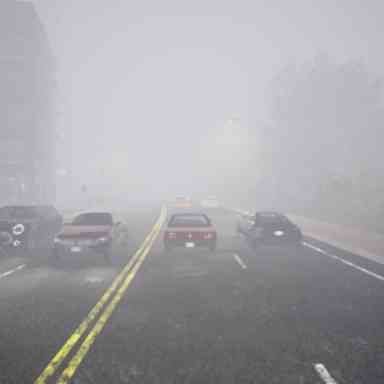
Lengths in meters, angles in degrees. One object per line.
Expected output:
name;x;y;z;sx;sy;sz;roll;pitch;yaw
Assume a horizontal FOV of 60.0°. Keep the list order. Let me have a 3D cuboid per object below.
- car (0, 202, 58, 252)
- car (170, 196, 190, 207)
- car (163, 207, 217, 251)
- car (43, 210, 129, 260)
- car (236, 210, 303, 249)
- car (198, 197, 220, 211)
car;-6.773;1.260;13.263;2.097;1.767;4.553;0;0;-1
car;-1.296;1.199;35.971;1.882;1.535;5.008;0;0;-4
car;-0.122;1.498;13.564;1.895;1.301;4.718;0;0;-2
car;-3.501;1.437;12.255;1.812;1.442;4.674;0;0;-1
car;3.099;1.453;14.082;1.994;1.385;4.181;0;0;-2
car;1.917;1.237;36.591;1.812;1.442;4.674;0;0;-4
